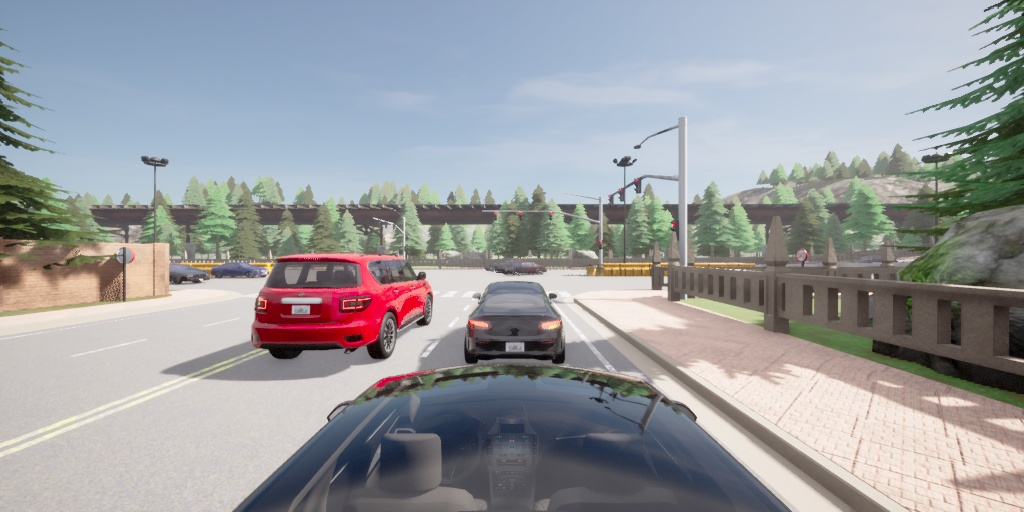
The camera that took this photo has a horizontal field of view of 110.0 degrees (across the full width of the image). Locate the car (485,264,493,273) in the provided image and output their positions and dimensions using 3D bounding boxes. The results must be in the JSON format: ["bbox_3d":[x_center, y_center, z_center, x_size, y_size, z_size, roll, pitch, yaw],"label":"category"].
[{"bbox_3d":[-0.832,1.241,43.190,4.902,1.511,2.128,0,0,0],"label":"car"}]

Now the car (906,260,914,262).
[{"bbox_3d":[46.312,0.658,39.527,5.008,1.535,1.882,-4,0,0],"label":"car"}]

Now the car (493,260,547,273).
[{"bbox_3d":[1.107,1.297,37.388,5.357,1.411,2.033,0,0,-32],"label":"car"}]

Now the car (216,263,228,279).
[{"bbox_3d":[-24.700,1.276,32.594,4.674,1.442,1.812,0,0,0],"label":"car"}]

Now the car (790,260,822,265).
[{"bbox_3d":[35.560,1.196,43.075,4.674,1.442,1.812,-1,0,0],"label":"car"}]

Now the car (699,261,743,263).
[{"bbox_3d":[24.094,1.297,39.587,5.357,1.411,2.033,0,0,0],"label":"car"}]

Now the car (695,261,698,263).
[{"bbox_3d":[23.915,1.297,46.588,5.357,1.411,2.033,0,0,0],"label":"car"}]

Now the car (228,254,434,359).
[{"bbox_3d":[-3.441,0.971,8.531,2.150,2.045,5.566,0,0,0],"label":"car"}]

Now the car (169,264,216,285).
[{"bbox_3d":[-24.846,1.297,25.595,5.357,1.411,2.033,0,0,0],"label":"car"}]

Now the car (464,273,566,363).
[{"bbox_3d":[0.062,1.276,7.980,1.812,1.442,4.674,0,0,0],"label":"car"}]
